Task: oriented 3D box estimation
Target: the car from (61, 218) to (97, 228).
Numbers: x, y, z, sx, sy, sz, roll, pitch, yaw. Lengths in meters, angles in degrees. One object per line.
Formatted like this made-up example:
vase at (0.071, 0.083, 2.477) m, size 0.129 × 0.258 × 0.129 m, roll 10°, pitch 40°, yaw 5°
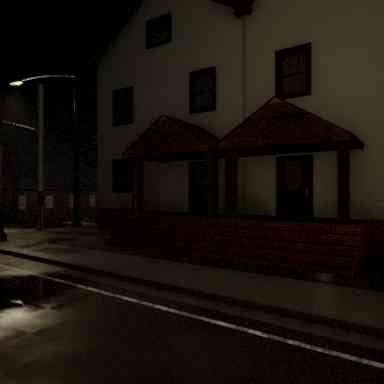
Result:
car at (-11.086, 3.450, 34.451) m, size 1.882 × 1.535 × 5.008 m, roll 0°, pitch -9°, yaw 36°
